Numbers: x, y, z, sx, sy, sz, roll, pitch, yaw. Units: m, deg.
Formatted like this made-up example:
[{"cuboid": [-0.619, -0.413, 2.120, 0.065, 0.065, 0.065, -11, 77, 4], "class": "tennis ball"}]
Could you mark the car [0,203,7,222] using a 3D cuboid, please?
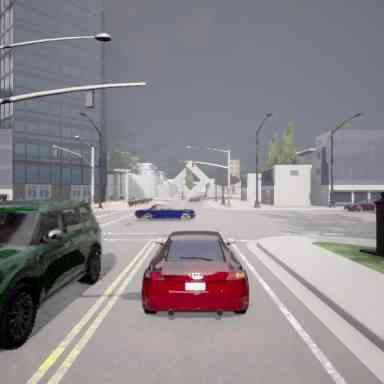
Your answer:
[{"cuboid": [-17.437, 1.623, 26.064, 4.892, 1.490, 1.837, -1, 0, 0], "class": "car"}]

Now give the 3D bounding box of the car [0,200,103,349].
[{"cuboid": [-3.476, 1.221, 6.639, 2.150, 2.045, 5.566, 0, 0, 2], "class": "car"}]

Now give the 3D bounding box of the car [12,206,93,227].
[{"cuboid": [-9.383, 1.647, 22.627, 4.718, 1.301, 1.895, 0, 0, 0], "class": "car"}]

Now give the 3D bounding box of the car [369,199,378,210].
[{"cuboid": [21.522, 1.167, 33.567, 5.566, 2.045, 2.150, 0, 0, 0], "class": "car"}]

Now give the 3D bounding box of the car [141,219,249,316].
[{"cuboid": [0.070, 1.564, 7.623, 1.994, 1.385, 4.181, 0, 0, 0], "class": "car"}]

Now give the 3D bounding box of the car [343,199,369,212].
[{"cuboid": [19.846, 1.502, 37.070, 5.357, 1.411, 2.033, 0, 0, -1], "class": "car"}]

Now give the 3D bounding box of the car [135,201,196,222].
[{"cuboid": [-2.008, 1.617, 26.187, 4.718, 1.301, 1.895, 0, 0, 0], "class": "car"}]

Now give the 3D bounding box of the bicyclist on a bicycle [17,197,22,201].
[{"cuboid": [-22.002, 1.466, 42.502, 0.582, 1.620, 1.656, -1, 0, 0], "class": "bicyclist on a bicycle"}]

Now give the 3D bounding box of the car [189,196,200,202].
[{"cuboid": [0.688, 1.595, 76.964, 1.895, 1.301, 4.718, 0, 0, 12], "class": "car"}]
